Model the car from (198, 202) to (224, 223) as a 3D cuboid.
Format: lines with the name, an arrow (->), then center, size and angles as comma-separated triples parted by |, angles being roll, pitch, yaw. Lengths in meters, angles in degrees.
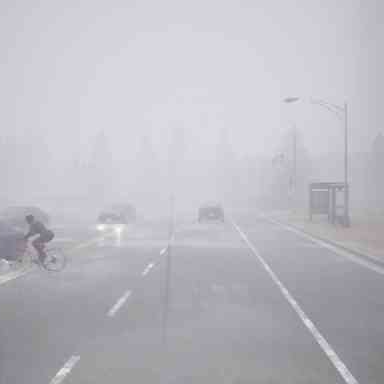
car -> 1.492, 1.478, 25.943 | 1.882, 1.535, 5.008 | 0, 0, 3

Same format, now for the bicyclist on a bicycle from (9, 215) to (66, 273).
bicyclist on a bicycle -> -4.326, 1.455, 9.256 | 1.656, 1.620, 0.582 | -2, 0, 3

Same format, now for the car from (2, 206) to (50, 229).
car -> -9.616, 1.526, 18.510 | 1.812, 1.442, 4.674 | 0, 0, 4

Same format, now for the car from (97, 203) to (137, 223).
car -> -5.632, 1.548, 25.785 | 2.033, 1.411, 5.357 | 0, 0, 3

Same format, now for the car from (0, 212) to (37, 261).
car -> -6.650, 1.525, 9.535 | 1.812, 1.442, 4.674 | 0, 0, 3
